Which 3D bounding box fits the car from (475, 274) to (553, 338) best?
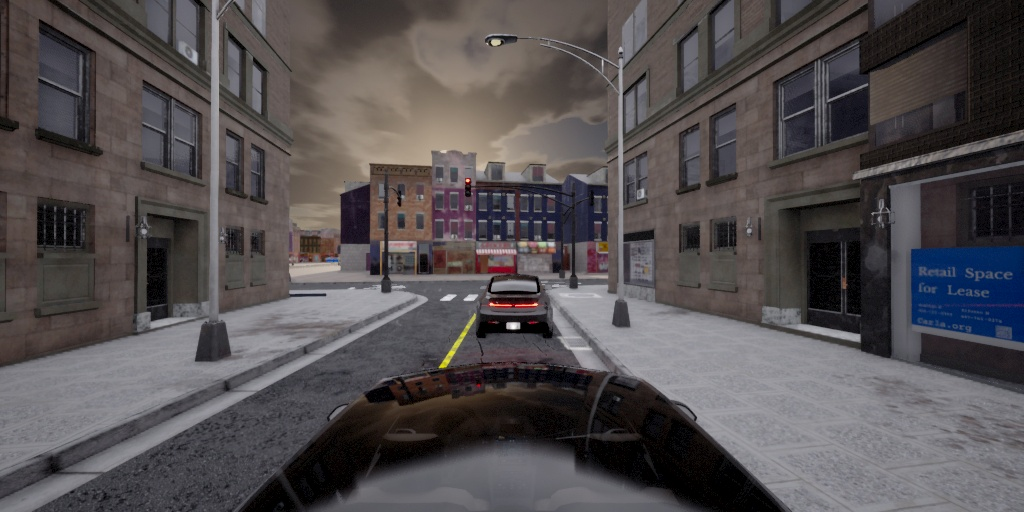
[{"bbox_3d":[0.100,1.256,10.148,1.837,1.490,4.892,0,0,2],"label":"car"}]
